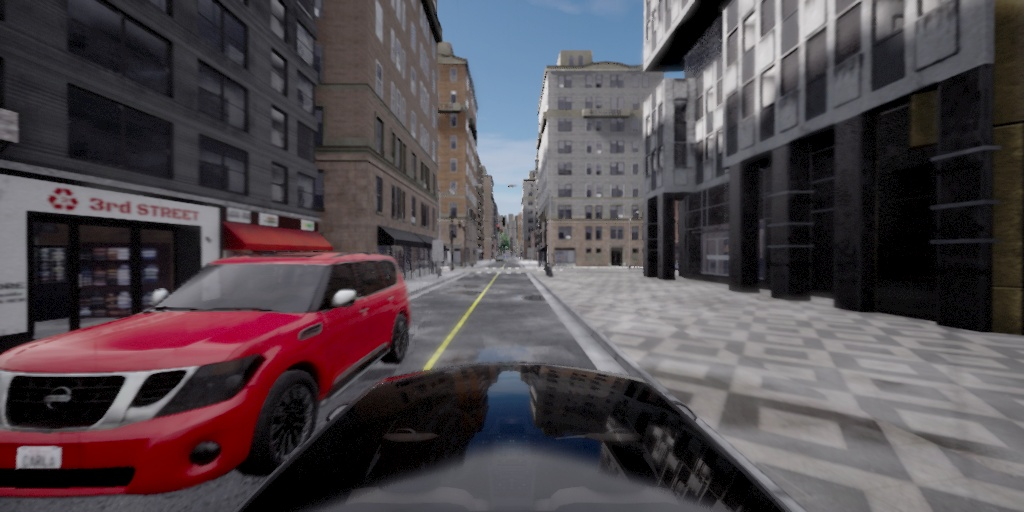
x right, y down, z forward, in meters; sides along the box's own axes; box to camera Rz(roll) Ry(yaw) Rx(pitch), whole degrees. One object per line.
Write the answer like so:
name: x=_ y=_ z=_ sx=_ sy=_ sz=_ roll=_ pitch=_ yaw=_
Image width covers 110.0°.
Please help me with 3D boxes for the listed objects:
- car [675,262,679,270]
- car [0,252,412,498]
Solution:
car: x=19.517 y=1.170 z=45.317 sx=5.357 sy=1.411 sz=2.033 roll=0 pitch=0 yaw=0
car: x=-3.100 y=0.961 z=5.112 sx=2.150 sy=2.045 sz=5.566 roll=0 pitch=0 yaw=0
